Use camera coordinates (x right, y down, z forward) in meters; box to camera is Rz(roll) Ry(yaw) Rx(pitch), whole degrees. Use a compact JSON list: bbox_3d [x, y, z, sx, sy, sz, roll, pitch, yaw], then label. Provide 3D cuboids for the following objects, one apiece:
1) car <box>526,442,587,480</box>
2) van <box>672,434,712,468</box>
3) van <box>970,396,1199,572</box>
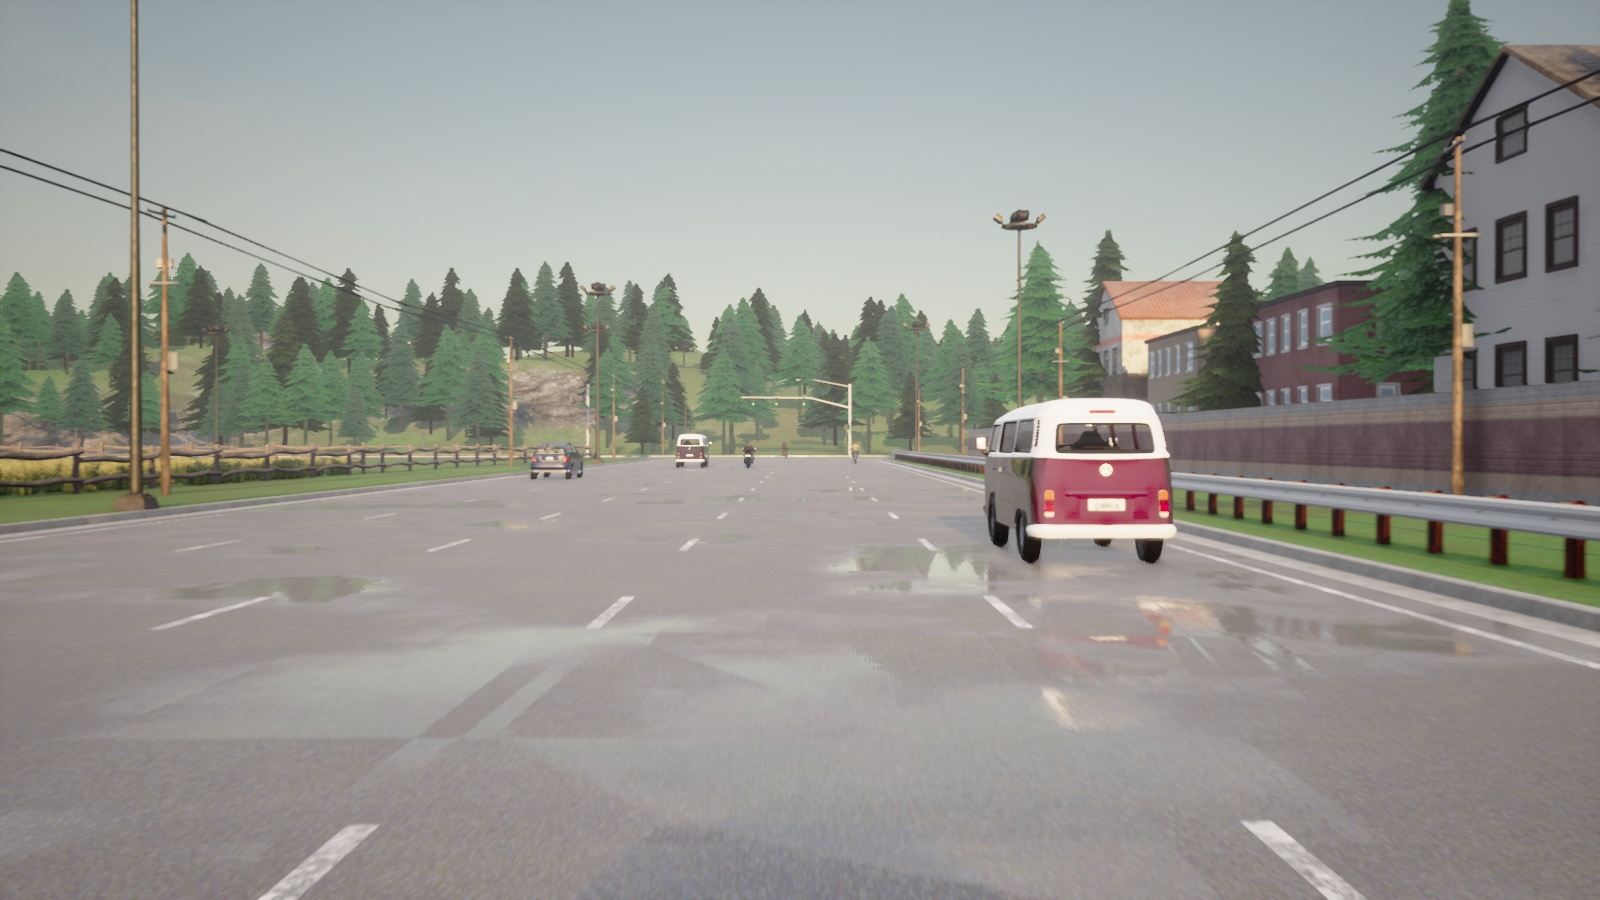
[{"bbox_3d":[-10.187,0.421,52.773,1.789,1.549,3.705,0,0,0],"label":"car"},{"bbox_3d":[-6.551,0.034,76.709,2.069,2.038,4.480,0,0,0],"label":"van"},{"bbox_3d":[3.611,0.379,16.820,2.069,2.038,4.480,0,0,0],"label":"van"}]
